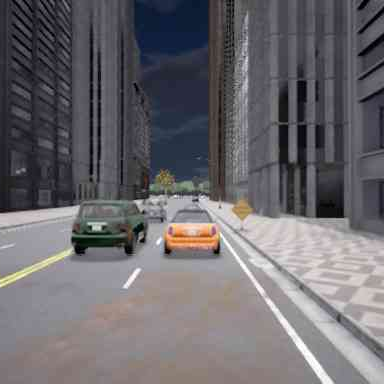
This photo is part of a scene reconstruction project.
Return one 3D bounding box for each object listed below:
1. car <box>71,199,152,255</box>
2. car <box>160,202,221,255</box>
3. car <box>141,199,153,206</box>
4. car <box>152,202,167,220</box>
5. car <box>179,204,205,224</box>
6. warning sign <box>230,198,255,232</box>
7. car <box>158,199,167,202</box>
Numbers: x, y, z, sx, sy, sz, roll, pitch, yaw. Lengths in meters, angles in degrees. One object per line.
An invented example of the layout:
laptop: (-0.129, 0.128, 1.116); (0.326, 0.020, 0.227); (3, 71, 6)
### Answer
car: (-3.238, 1.352, 14.033); (2.150, 2.045, 5.566); (0, 0, 0)
car: (0.013, 1.486, 14.083); (2.097, 1.767, 4.553); (0, -1, 0)
car: (-9.697, 2.227, 71.776); (1.812, 1.442, 4.674); (0, -1, 0)
car: (-3.227, 1.829, 28.999); (2.033, 1.411, 5.357); (0, -1, 0)
car: (0.022, 1.829, 28.997); (2.033, 1.411, 5.357); (0, -1, 0)
warning sign: (2.865, 1.299, 19.074); (1.300, 1.860, 1.060); (0, -1, 0)
car: (-6.446, 2.255, 71.773); (1.994, 1.385, 4.181); (0, -1, 0)
